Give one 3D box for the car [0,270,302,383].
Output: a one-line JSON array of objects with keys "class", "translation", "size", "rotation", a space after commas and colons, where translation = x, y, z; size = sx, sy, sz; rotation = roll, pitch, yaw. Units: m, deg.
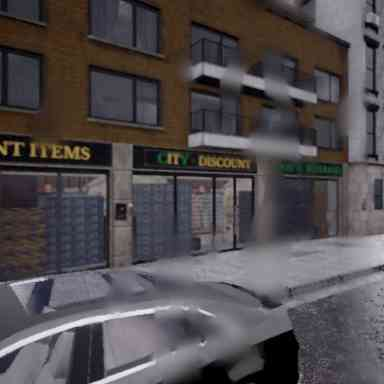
[{"class": "car", "translation": [-1.233, 1.492, 2.500], "size": [4.902, 1.511, 2.128], "rotation": [0, 0, -35]}]
